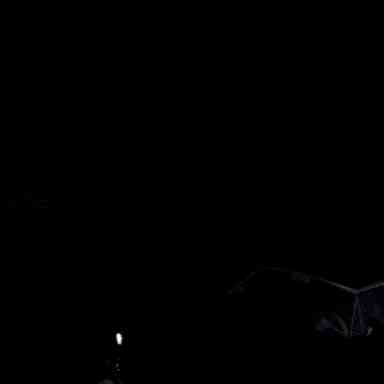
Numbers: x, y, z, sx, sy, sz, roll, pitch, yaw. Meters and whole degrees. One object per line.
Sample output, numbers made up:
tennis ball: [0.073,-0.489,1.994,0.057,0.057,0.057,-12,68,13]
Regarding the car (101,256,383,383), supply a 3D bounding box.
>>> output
car: [1.414,1.595,4.079,4.718,1.301,1.895,0,0,-35]
